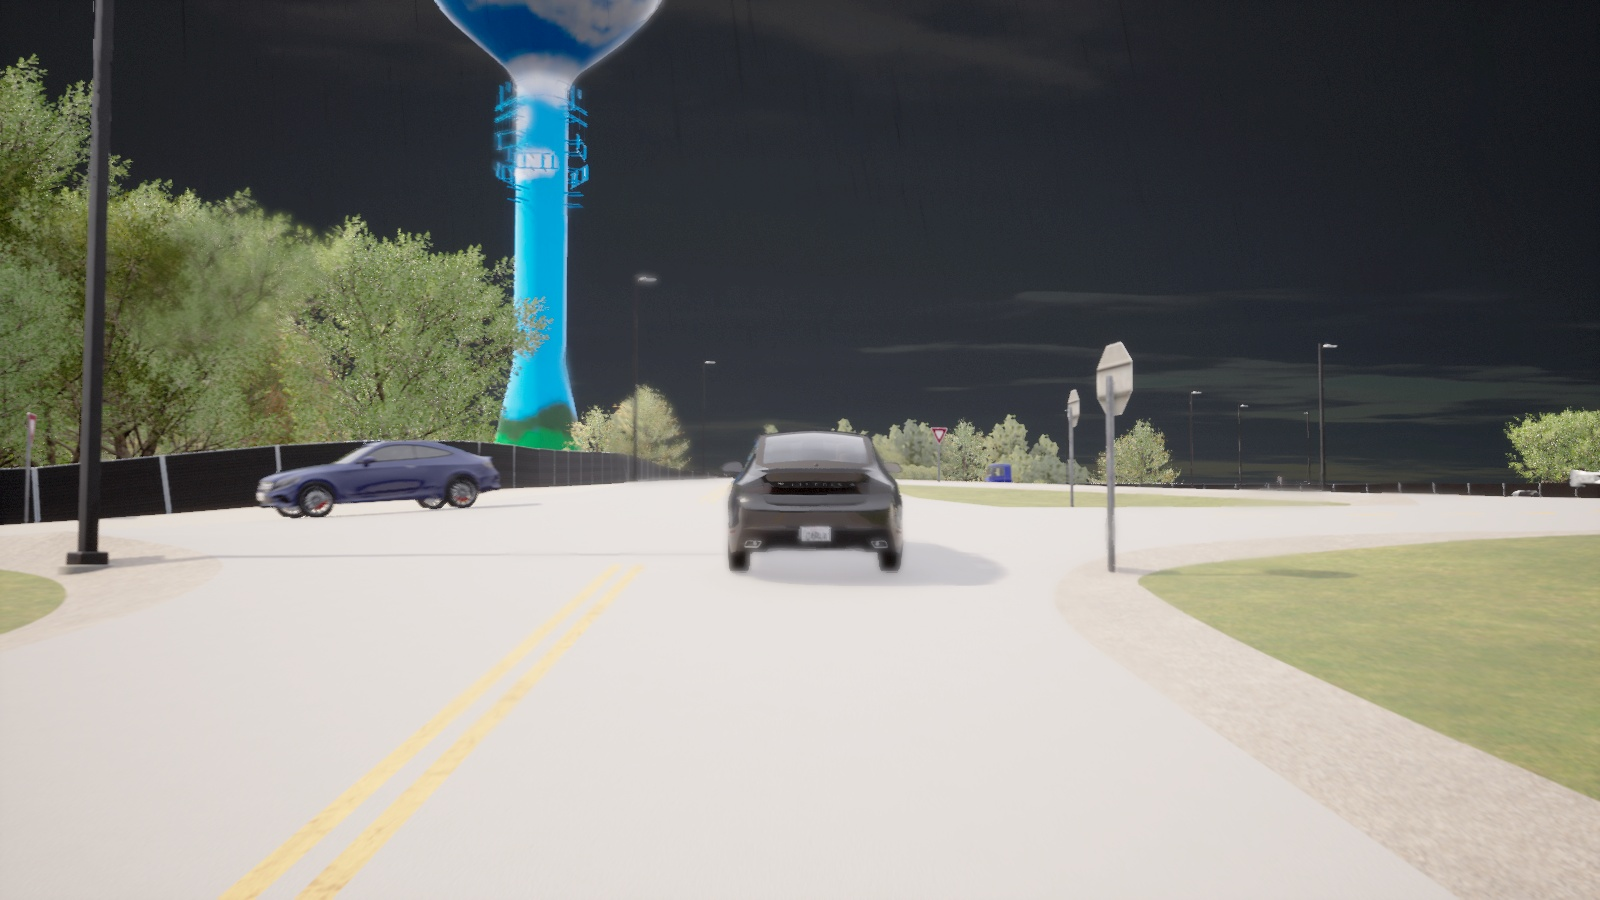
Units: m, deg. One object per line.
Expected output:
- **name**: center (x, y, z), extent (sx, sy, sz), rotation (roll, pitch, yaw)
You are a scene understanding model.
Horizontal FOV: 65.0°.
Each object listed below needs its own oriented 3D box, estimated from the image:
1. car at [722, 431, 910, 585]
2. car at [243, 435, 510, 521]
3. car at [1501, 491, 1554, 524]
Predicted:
- **car**: center (0.144, 0.533, 14.801), extent (1.837, 1.490, 4.892), rotation (0, 1, 0)
- **car**: center (-8.404, 0.541, 25.109), extent (4.674, 1.442, 1.812), rotation (-2, -1, -36)
- **car**: center (32.026, 2.528, 55.324), extent (1.481, 1.376, 2.207), rotation (0, -2, 15)
